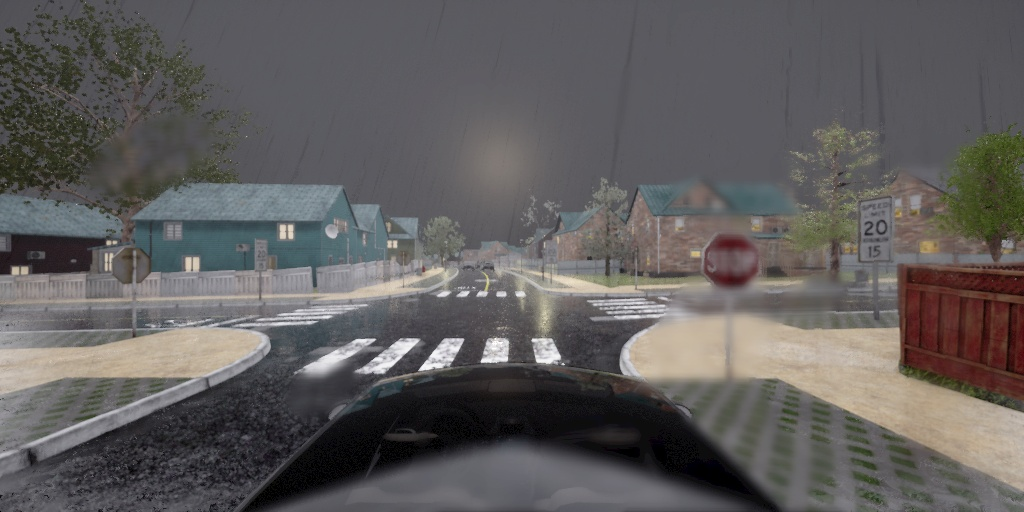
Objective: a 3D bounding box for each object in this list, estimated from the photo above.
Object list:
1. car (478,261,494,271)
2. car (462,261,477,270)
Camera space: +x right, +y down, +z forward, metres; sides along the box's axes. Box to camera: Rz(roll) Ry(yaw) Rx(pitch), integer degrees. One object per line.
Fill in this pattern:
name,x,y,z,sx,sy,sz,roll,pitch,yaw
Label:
car,-3.920,1.535,56.834,1.837,1.490,4.892,0,-1,-10
car,-7.466,1.580,60.873,1.837,1.490,4.892,0,-1,-10
